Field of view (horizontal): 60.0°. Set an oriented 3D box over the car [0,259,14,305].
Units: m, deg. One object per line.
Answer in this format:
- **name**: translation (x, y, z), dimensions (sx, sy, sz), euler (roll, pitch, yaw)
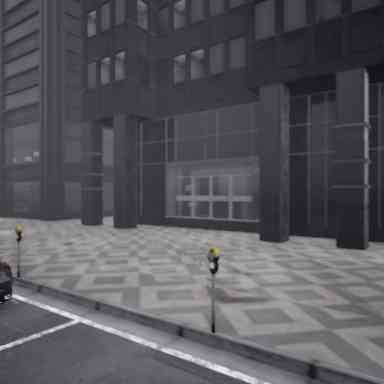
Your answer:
- **car**: translation (-5.322, 1.569, 6.763), dimensions (4.403, 1.369, 2.008), euler (0, 0, 36)
